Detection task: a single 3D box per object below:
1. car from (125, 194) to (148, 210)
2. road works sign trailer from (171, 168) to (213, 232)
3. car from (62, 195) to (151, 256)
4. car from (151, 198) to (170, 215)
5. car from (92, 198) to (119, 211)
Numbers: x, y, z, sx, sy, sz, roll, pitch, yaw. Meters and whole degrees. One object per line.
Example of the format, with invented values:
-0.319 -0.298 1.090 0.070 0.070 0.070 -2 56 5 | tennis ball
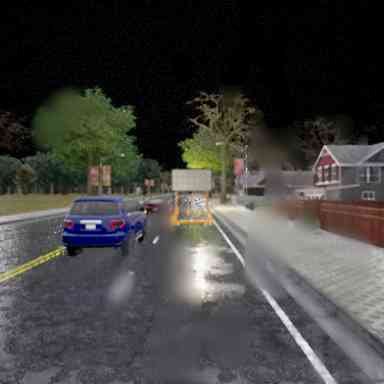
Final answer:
-6.607 1.192 40.050 2.097 1.767 4.553 0 0 0 | car
-0.008 0.379 19.329 2.380 3.560 2.880 0 0 0 | road works sign trailer
-3.156 1.162 13.051 2.150 2.045 5.566 0 0 0 | car
-3.163 1.345 31.546 1.882 1.535 5.008 0 0 0 | car
-9.858 1.410 38.340 1.994 1.385 4.181 0 0 0 | car
